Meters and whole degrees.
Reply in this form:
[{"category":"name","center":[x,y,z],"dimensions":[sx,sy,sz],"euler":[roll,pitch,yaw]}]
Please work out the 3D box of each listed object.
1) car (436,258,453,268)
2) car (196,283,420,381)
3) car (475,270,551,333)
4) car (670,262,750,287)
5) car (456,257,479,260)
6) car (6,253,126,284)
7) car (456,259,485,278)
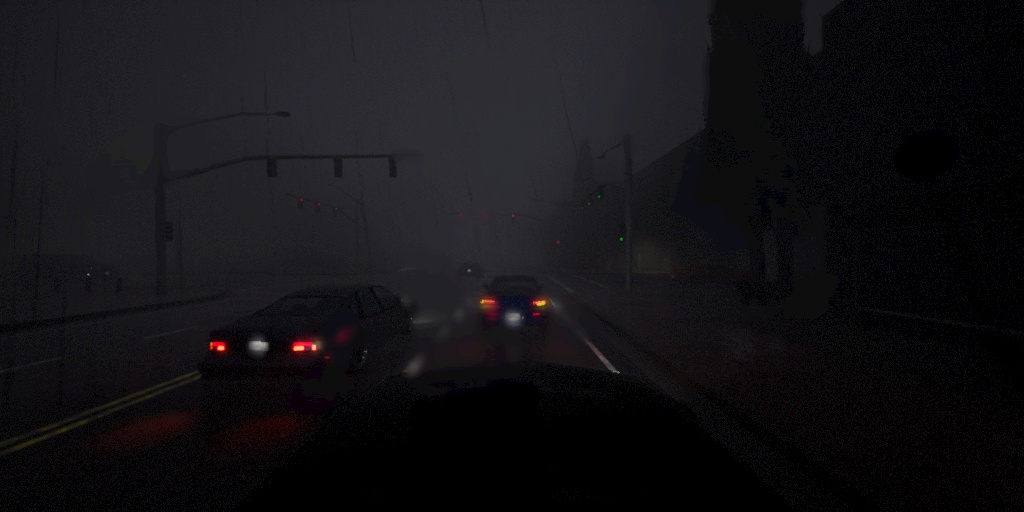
[{"category":"car","center":[-10.510,1.009,56.200],"dimensions":[1.882,1.535,5.008],"euler":[0,0,2]},{"category":"car","center":[-3.439,1.274,7.411],"dimensions":[2.033,1.411,5.357],"euler":[0,0,0]},{"category":"car","center":[0.073,1.241,10.506],"dimensions":[1.812,1.442,4.674],"euler":[0,0,0]},{"category":"car","center":[12.878,1.142,23.125],"dimensions":[5.008,1.535,1.882],"euler":[0,0,2]},{"category":"car","center":[-7.007,1.023,56.286],"dimensions":[2.128,1.511,4.902],"euler":[0,0,2]},{"category":"car","center":[-31.758,0.874,25.665],"dimensions":[5.566,2.045,2.150],"euler":[0,0,0]},{"category":"car","center":[-3.583,1.193,31.940],"dimensions":[1.994,1.385,4.181],"euler":[0,0,0]}]
